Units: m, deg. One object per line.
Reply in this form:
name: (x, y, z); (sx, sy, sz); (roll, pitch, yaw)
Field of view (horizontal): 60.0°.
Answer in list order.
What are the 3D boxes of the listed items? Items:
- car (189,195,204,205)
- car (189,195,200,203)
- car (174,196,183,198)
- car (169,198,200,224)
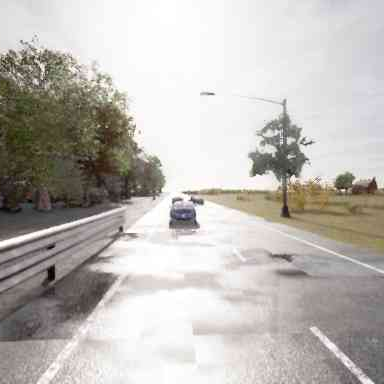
car: (1.026, 1.378, 56.800); (2.128, 1.511, 4.902); (0, 0, -3)
car: (0.476, 1.350, 67.207); (2.033, 1.411, 5.357); (0, 0, -3)
car: (-2.176, 1.408, 52.904); (1.837, 1.490, 4.892); (0, -1, -3)
car: (-0.683, 1.439, 24.510); (1.882, 1.535, 5.008); (0, 0, -3)
